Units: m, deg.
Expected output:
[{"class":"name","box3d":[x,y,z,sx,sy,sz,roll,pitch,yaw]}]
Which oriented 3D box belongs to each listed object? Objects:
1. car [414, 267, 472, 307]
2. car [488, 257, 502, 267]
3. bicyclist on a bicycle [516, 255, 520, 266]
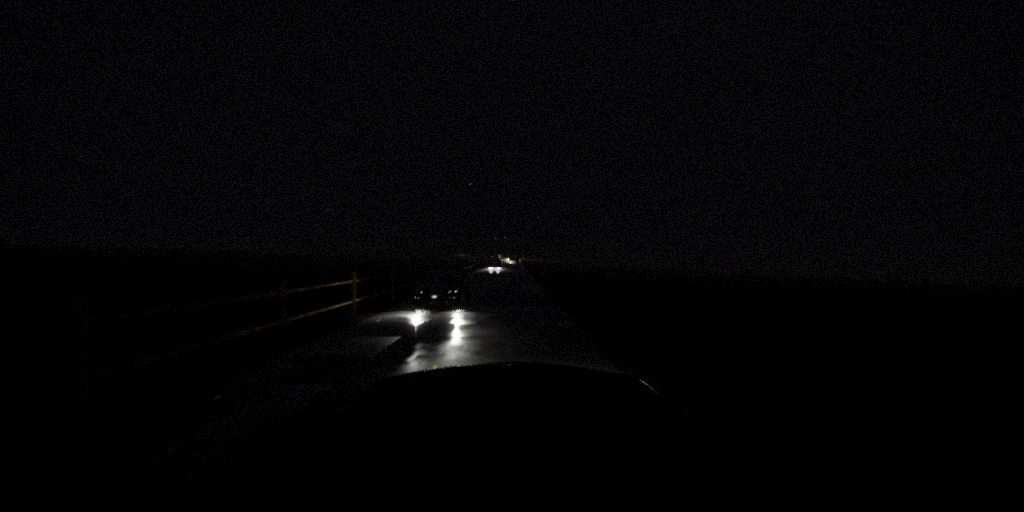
[{"class":"car","box3d":[-2.839,1.244,15.542,1.837,1.490,4.892,0,0,0]},{"class":"car","box3d":[-2.659,0.948,56.727,2.128,1.511,4.902,0,1,1]},{"class":"bicyclist on a bicycle","box3d":[0.892,0.845,55.144,0.659,1.776,1.843,0,1,0]}]
